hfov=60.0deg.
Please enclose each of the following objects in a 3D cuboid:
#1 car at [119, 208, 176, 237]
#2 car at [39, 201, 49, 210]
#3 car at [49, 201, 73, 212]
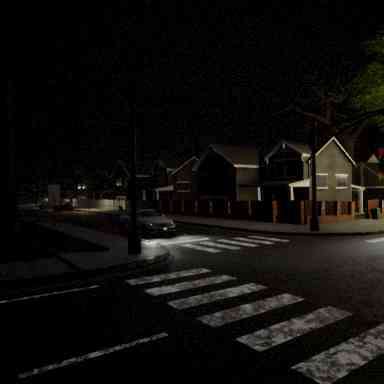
[{"bbox_3d":[-2.792,1.718,19.750,1.812,1.442,4.674,-1,0,-35],"label":"car"},{"bbox_3d":[-24.231,2.186,55.542,1.994,1.385,4.181,-1,0,-35],"label":"car"},{"bbox_3d":[-18.255,1.985,47.013,2.128,1.511,4.902,-1,0,-34],"label":"car"}]
